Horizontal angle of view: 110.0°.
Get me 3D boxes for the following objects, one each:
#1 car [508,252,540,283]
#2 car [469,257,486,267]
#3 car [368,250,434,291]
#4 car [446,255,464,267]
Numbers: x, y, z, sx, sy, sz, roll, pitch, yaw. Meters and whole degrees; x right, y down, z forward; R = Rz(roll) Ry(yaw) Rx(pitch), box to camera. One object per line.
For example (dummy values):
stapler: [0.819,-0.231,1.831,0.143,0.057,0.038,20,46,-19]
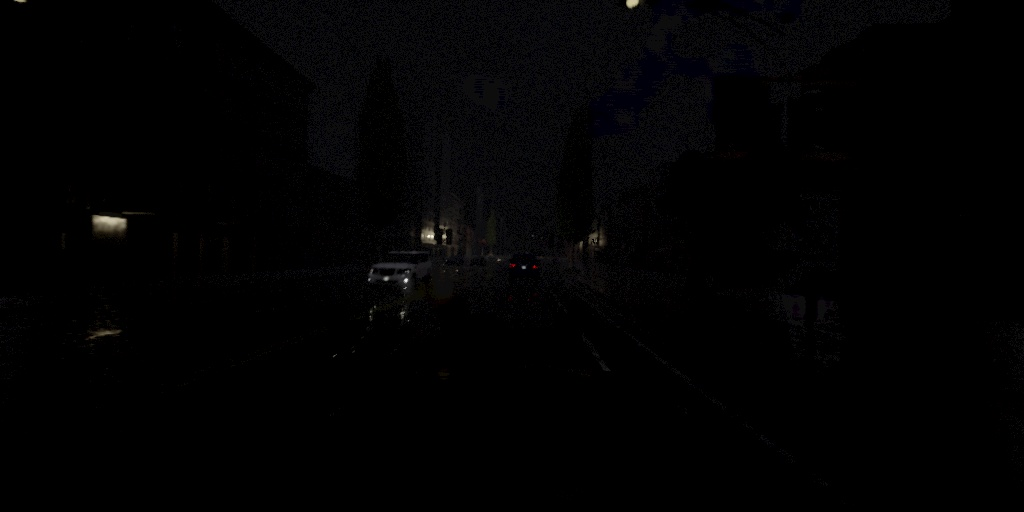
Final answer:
car: [0.917,0.855,26.950,2.150,2.045,5.566,2,1,2]
car: [-4.677,0.829,49.953,2.033,1.411,5.357,2,1,2]
car: [-5.951,0.714,19.969,2.150,2.045,5.566,2,1,2]
car: [-7.920,0.648,50.081,1.882,1.535,5.008,2,1,2]
